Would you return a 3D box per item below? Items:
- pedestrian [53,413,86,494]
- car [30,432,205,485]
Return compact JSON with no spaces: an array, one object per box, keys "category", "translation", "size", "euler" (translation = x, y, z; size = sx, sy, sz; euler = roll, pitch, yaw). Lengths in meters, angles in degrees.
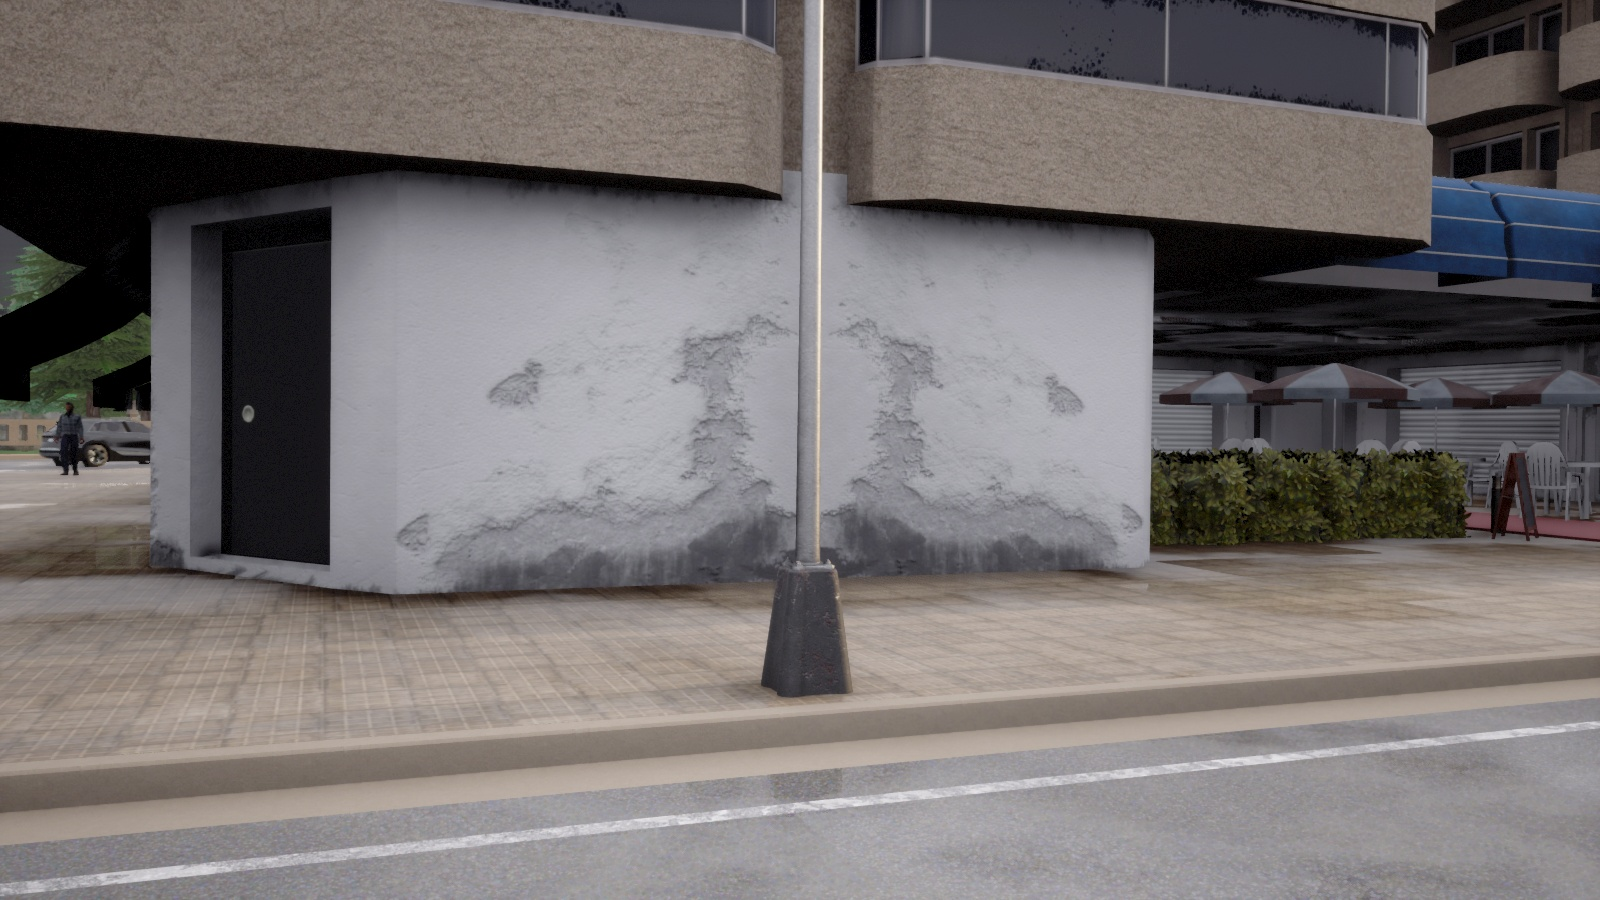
[{"category":"pedestrian","translation":[-17.829,0.088,30.654],"size":[0.423,1.949,0.788],"euler":[-1,1,-10]},{"category":"car","translation":[-22.949,0.230,42.440],"size":[2.033,1.649,4.856],"euler":[0,1,29]}]
